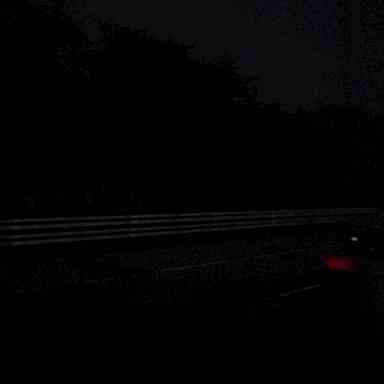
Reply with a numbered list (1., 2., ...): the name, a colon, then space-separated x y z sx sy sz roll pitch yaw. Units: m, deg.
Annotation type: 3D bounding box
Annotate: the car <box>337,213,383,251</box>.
1. car: 8.139 1.635 13.957 5.008 1.535 1.882 0 0 -35
